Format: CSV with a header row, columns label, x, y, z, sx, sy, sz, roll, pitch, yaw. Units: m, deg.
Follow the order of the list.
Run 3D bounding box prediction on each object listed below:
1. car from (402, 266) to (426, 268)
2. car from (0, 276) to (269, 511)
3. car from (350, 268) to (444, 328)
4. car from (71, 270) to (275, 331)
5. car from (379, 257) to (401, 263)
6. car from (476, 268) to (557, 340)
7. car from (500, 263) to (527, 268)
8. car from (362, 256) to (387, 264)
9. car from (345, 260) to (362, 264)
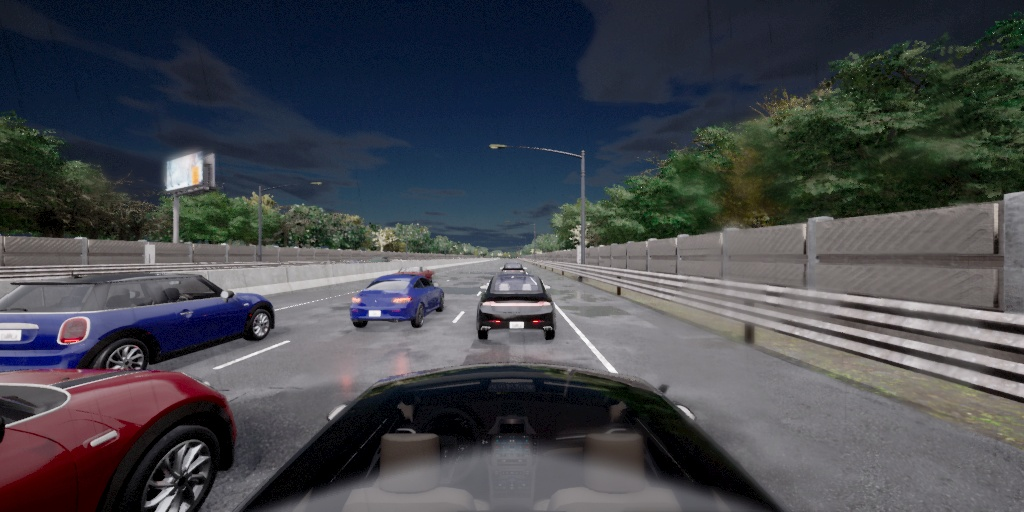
label,x,y,z,sx,sy,sz,roll,pitch,yaw
car,-6.905,1.371,25.639,1.895,1.301,4.718,0,0,1
car,-3.405,1.102,1.177,2.097,1.767,4.553,0,0,0
car,-3.405,1.280,11.295,1.812,1.442,4.674,0,0,1
car,-6.896,1.104,7.022,2.097,1.767,4.553,0,0,-1
car,-17.568,1.318,53.254,1.882,1.535,5.008,0,0,0
car,0.100,1.245,9.978,2.128,1.511,4.902,0,0,0
car,0.094,1.264,27.217,2.128,1.511,4.902,0,0,0
car,-21.041,1.075,56.680,2.150,2.045,5.566,0,0,1
car,-24.551,1.341,55.943,2.128,1.511,4.902,0,0,1
